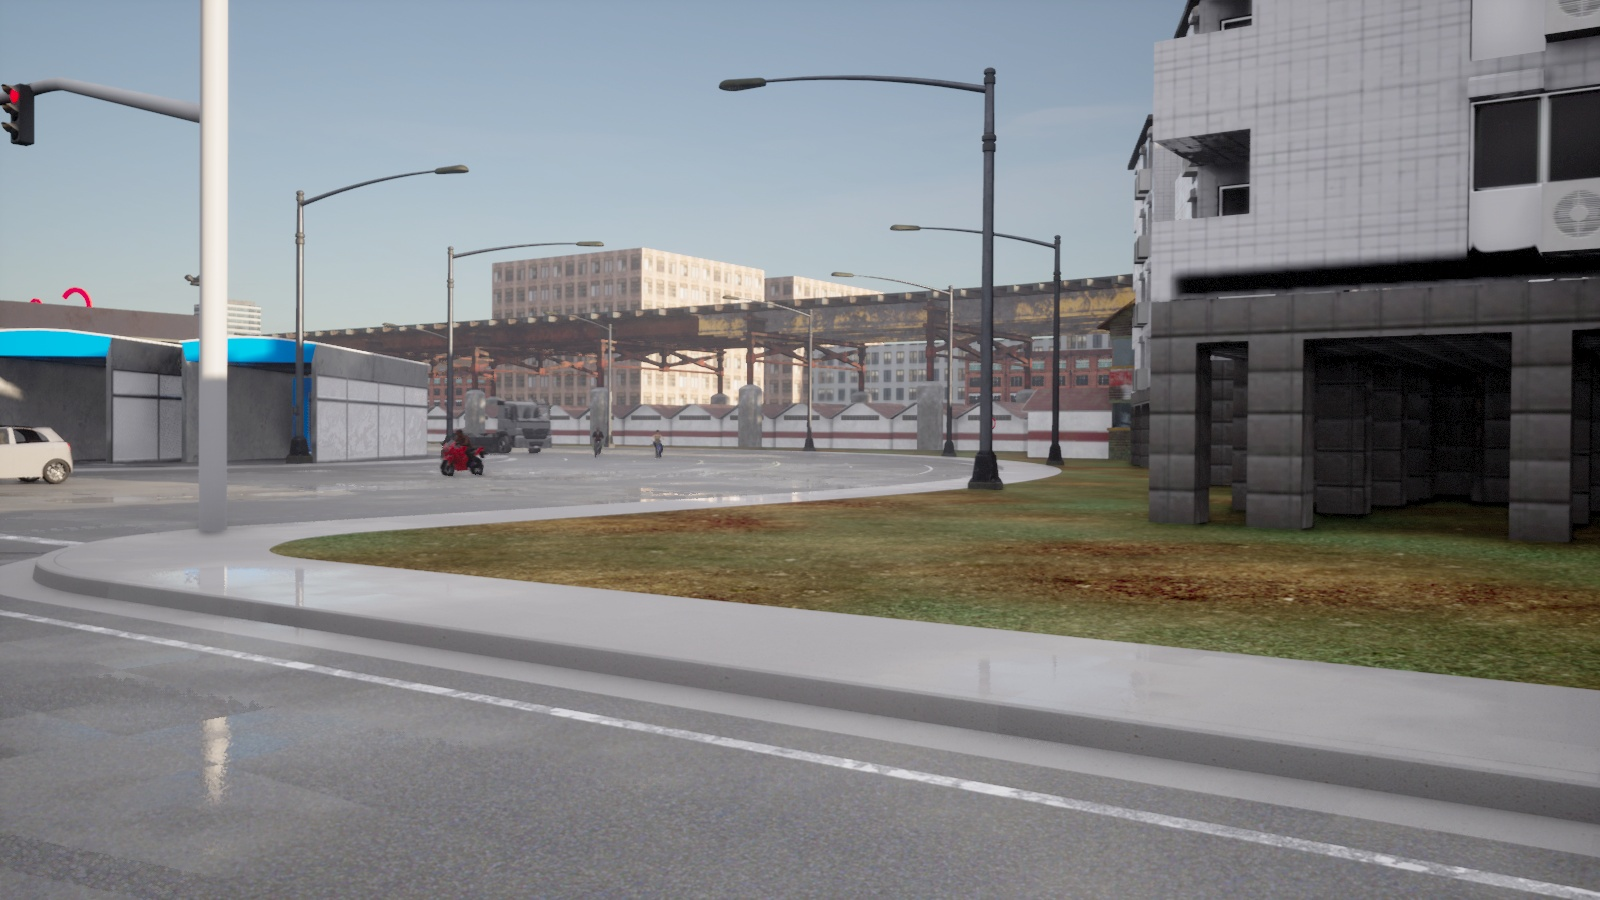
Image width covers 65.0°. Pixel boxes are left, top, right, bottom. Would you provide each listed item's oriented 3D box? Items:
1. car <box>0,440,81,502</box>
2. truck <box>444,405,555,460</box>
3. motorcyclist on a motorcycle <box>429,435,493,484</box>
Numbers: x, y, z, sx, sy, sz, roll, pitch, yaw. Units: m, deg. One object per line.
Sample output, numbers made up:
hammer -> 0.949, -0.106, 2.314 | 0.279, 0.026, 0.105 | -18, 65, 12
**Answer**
car -> -20.418, 0.528, 31.520 | 1.845, 1.501, 3.633 | 0, 1, 35
truck -> -19.825, -1.147, 82.513 | 7.936, 3.462, 2.891 | 0, 1, 40
motorcyclist on a motorcycle -> -10.811, 0.289, 40.147 | 0.797, 1.523, 2.044 | -1, 1, 25
